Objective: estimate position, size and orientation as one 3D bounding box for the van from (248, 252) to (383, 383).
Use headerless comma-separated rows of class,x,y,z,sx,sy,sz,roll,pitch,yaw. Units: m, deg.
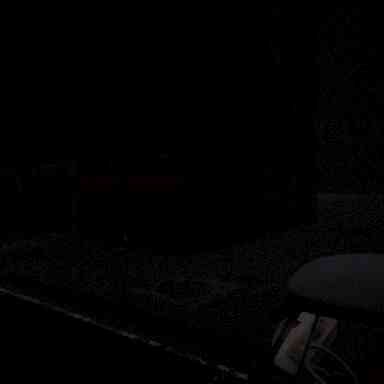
van,2.160,1.346,1.541,3.998,1.788,1.690,0,0,35
